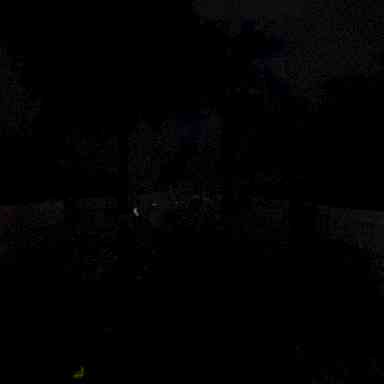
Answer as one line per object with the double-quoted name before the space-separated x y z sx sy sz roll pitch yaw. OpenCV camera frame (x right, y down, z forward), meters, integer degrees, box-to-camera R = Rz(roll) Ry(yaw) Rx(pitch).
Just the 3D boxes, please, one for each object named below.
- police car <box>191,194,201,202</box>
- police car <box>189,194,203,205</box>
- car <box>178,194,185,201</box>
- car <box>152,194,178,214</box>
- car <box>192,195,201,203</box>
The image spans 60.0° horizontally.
"police car" 0.851 1.280 72.436 1.930 1.638 5.238 0 0 0
"police car" 0.846 1.277 56.428 1.930 1.638 5.238 0 0 0
"car" -2.723 1.273 75.537 1.837 1.490 4.892 0 0 0
"car" -2.834 1.226 33.690 2.097 1.767 4.553 0 0 0
"car" 0.850 1.377 66.323 1.812 1.442 4.674 0 0 0
